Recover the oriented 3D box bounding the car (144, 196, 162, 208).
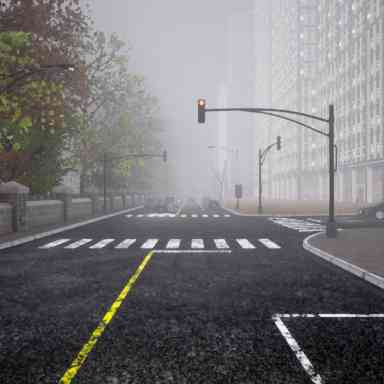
[{"bbox_3d":[-5.731,1.607,47.171,1.802,1.307,4.206,0,0,0],"label":"car"}]

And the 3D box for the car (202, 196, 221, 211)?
[{"bbox_3d":[2.654,1.586,41.546,1.947,1.339,4.313,0,0,0],"label":"car"}]

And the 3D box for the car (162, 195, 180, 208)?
[{"bbox_3d":[-3.137,1.377,48.212,2.097,1.767,4.553,0,0,0],"label":"car"}]

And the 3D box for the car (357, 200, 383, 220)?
[{"bbox_3d":[14.932,1.238,24.769,4.892,1.490,1.837,-1,0,0],"label":"car"}]

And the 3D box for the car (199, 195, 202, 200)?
[{"bbox_3d":[3.052,1.404,69.828,2.097,1.767,4.553,0,0,0],"label":"car"}]

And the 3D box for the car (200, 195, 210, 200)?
[{"bbox_3d":[2.645,1.596,52.811,1.947,1.339,4.313,0,0,0],"label":"car"}]

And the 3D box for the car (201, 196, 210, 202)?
[{"bbox_3d":[3.082,1.588,76.858,1.812,1.442,4.674,0,0,0],"label":"car"}]

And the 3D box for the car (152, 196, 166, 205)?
[{"bbox_3d":[-5.740,1.477,58.436,1.967,1.590,4.097,0,0,0],"label":"car"}]

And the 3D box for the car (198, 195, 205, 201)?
[{"bbox_3d":[2.610,1.640,92.237,2.008,1.369,4.403,0,0,0],"label":"car"}]

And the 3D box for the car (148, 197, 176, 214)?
[{"bbox_3d":[-3.131,1.579,35.395,1.994,1.385,4.181,0,0,0],"label":"car"}]

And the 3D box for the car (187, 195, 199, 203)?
[{"bbox_3d":[-0.062,1.577,69.246,1.812,1.442,4.674,0,0,0],"label":"car"}]

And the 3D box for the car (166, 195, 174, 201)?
[{"bbox_3d":[-5.765,1.624,86.597,1.887,1.381,4.507,0,0,0],"label":"car"}]

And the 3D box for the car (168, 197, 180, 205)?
[{"bbox_3d":[-3.124,1.563,58.966,1.812,1.442,4.674,0,0,0],"label":"car"}]

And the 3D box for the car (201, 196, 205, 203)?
[{"bbox_3d":[2.649,1.591,47.178,1.947,1.339,4.313,0,0,0],"label":"car"}]

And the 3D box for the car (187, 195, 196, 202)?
[{"bbox_3d":[-0.069,1.481,78.830,2.033,1.411,5.357,0,0,0],"label":"car"}]
